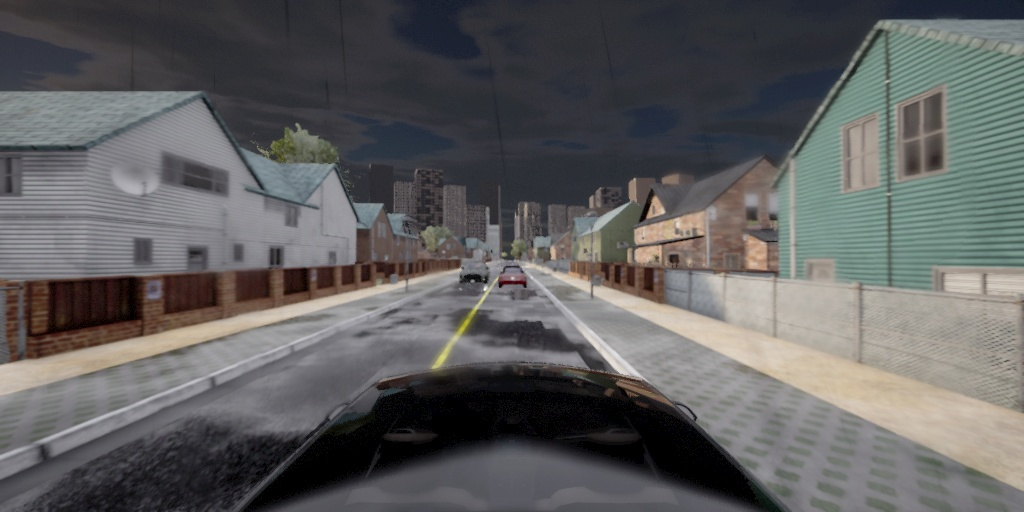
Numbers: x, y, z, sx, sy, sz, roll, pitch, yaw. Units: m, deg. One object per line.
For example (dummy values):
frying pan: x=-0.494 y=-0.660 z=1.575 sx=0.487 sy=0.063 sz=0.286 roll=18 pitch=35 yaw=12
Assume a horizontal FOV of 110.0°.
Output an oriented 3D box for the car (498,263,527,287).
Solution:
car: x=0.047 y=1.403 z=25.238 sx=1.994 sy=1.385 sz=4.181 roll=0 pitch=0 yaw=0

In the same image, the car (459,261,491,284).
car: x=-2.797 y=1.202 z=27.894 sx=2.097 sy=1.767 sz=4.553 roll=0 pitch=0 yaw=0
